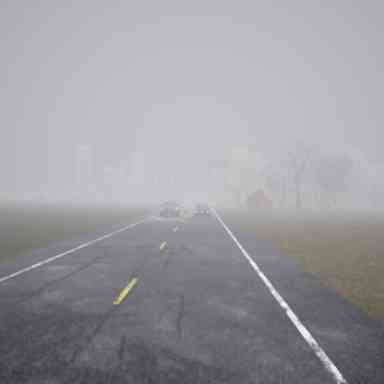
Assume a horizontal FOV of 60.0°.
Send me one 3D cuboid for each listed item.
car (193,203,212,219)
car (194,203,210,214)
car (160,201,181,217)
[{"bbox_3d":[1.091,2.006,35.135,2.033,1.411,5.357,0,-1,3],"label":"car"},{"bbox_3d":[1.334,2.134,43.659,1.994,1.385,4.181,0,-1,2],"label":"car"},{"bbox_3d":[-2.371,1.810,37.333,2.097,1.767,4.553,0,-1,2],"label":"car"}]
